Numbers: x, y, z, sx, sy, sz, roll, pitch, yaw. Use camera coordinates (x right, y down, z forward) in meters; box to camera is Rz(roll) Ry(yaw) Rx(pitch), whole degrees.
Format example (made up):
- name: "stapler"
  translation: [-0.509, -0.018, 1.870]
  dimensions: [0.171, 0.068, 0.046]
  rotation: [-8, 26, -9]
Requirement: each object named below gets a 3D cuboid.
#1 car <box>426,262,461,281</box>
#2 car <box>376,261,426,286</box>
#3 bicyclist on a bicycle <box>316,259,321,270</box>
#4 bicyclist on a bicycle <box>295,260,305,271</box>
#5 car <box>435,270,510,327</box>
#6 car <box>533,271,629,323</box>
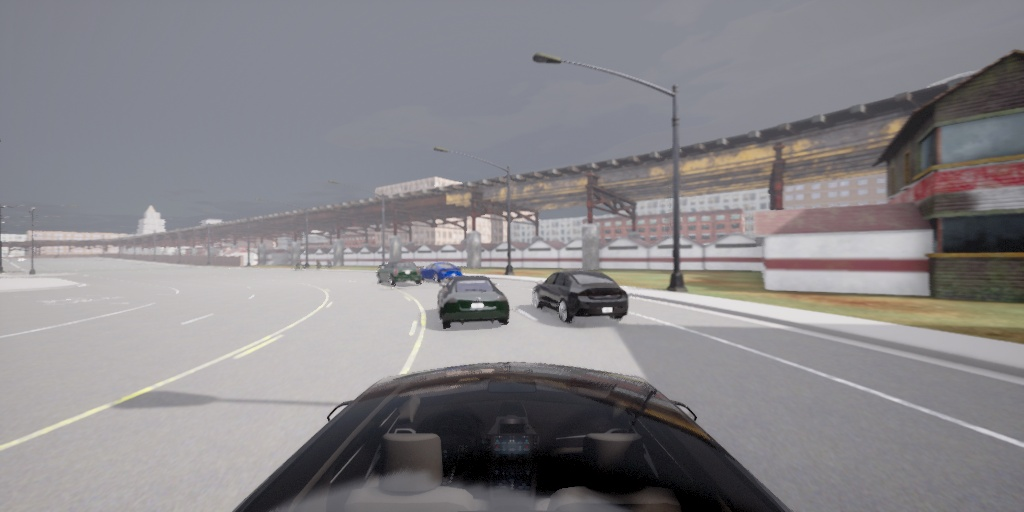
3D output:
- name: "car"
  translation: [-5.875, 1.263, 28.838]
  dimensions: [1.882, 1.535, 5.008]
  rotation: [0, 0, -37]
- name: "car"
  translation: [-8.403, 1.161, 26.367]
  dimensions: [2.097, 1.767, 4.553]
  rotation: [-1, 0, -36]
- name: "bicyclist on a bicycle"
  translation: [-28.986, 1.276, 53.638]
  dimensions: [1.656, 1.620, 0.582]
  rotation: [-1, 0, 43]
- name: "bicyclist on a bicycle"
  translation: [-32.416, 1.458, 54.736]
  dimensions: [1.656, 1.620, 0.582]
  rotation: [0, 0, 8]
- name: "car"
  translation: [-1.382, 1.320, 11.697]
  dimensions: [1.994, 1.385, 4.181]
  rotation: [0, 0, -13]
- name: "car"
  translation: [2.095, 1.230, 12.186]
  dimensions: [1.837, 1.490, 4.892]
  rotation: [0, 0, -12]
